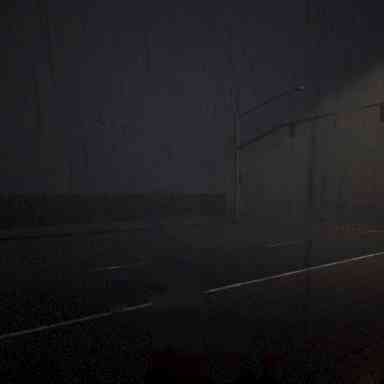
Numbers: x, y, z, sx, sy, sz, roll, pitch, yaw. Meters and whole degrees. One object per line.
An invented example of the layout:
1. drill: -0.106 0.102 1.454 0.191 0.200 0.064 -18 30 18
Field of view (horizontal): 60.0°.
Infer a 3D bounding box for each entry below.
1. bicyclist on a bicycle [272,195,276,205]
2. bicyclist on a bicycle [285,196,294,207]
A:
1. bicyclist on a bicycle: 13.481 1.300 54.438 0.582 1.620 1.656 0 0 21
2. bicyclist on a bicycle: 14.481 1.453 49.530 1.656 1.620 0.582 0 0 -23
